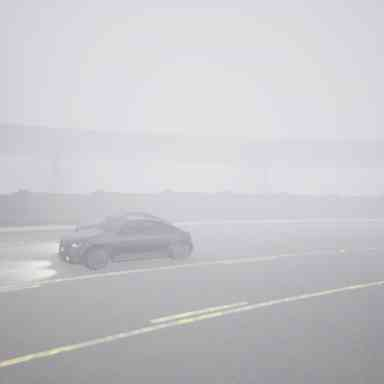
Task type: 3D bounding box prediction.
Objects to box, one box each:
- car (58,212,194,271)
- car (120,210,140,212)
[{"bbox_3d":[-2.017,1.506,10.665,4.181,1.385,1.994,1,0,-29],"label":"car"},{"bbox_3d":[-2.793,1.493,14.232,4.181,1.385,1.994,1,0,-28],"label":"car"}]
